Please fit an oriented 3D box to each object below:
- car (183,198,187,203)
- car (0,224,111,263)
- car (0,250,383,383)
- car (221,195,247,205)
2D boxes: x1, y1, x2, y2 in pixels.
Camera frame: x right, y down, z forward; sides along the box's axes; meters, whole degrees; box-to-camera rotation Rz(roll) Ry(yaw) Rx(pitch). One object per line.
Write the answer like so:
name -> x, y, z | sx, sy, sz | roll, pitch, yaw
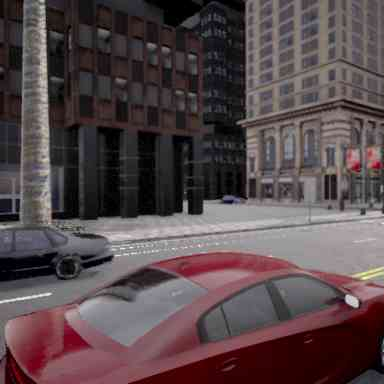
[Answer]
car -> -3.008, 1.499, 69.126 | 2.128, 1.511, 4.902 | 0, 0, -35
car -> -4.701, 1.545, 8.315 | 5.357, 1.411, 2.033 | 0, 0, -35
car -> 0.605, 1.470, 3.873 | 5.008, 1.535, 1.882 | 0, 0, -36
car -> 6.911, 1.300, 54.935 | 2.097, 1.767, 4.553 | 0, 0, -35
